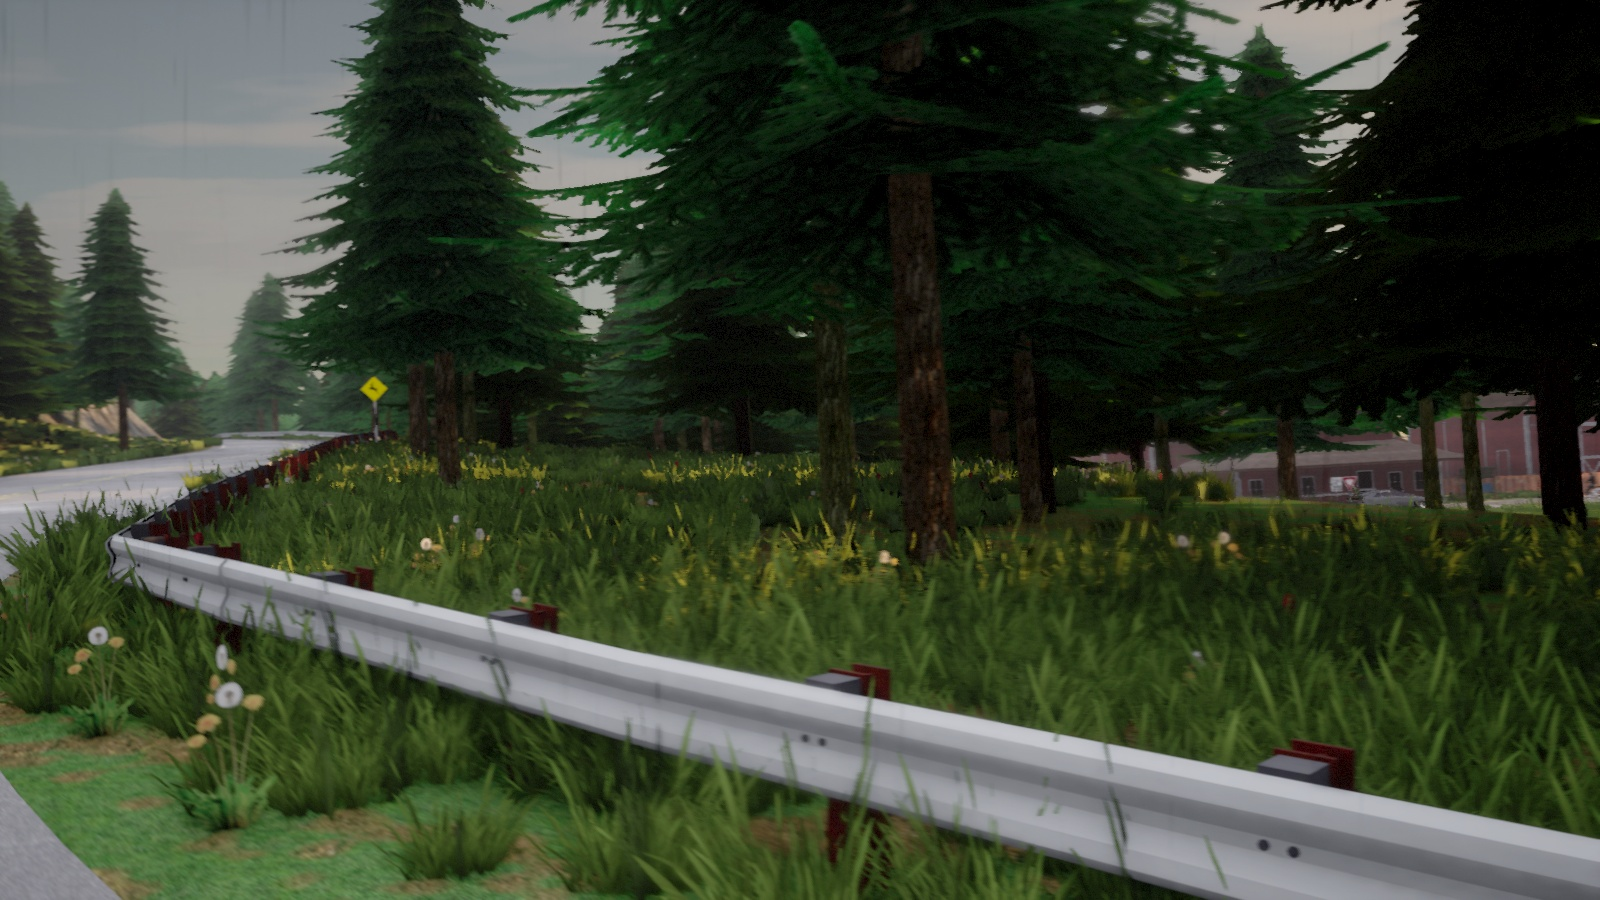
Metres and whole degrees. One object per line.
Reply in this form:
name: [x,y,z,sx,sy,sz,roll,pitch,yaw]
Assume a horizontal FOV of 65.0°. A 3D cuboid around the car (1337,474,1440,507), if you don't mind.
car: [33.909,2.351,72.428,4.902,1.511,2.128,-4,-2,-8]
